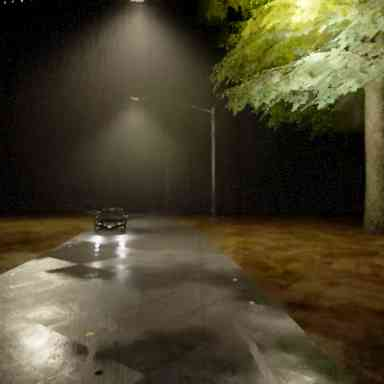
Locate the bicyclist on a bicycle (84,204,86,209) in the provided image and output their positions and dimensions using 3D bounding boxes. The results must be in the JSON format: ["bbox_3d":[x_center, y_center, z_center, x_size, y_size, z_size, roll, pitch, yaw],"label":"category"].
[{"bbox_3d":[-25.832,3.332,81.188,0.866,1.612,1.509,2,-3,-33],"label":"bicyclist on a bicycle"}]

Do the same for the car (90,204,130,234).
[{"bbox_3d":[-5.131,1.782,21.424,1.837,1.490,4.892,0,-1,-10],"label":"car"}]

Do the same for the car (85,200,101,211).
[{"bbox_3d":[-17.927,2.430,60.373,2.150,2.045,5.566,0,-2,-26],"label":"car"}]
